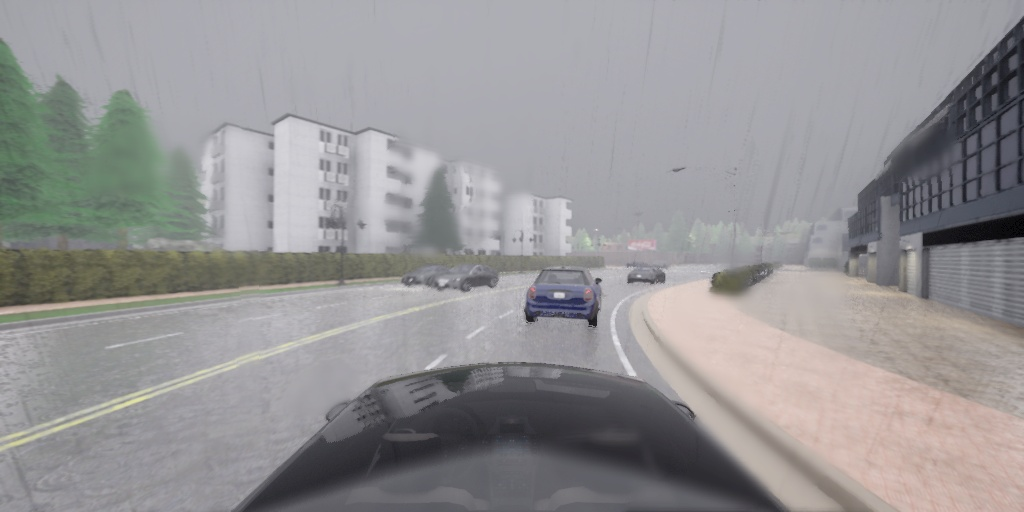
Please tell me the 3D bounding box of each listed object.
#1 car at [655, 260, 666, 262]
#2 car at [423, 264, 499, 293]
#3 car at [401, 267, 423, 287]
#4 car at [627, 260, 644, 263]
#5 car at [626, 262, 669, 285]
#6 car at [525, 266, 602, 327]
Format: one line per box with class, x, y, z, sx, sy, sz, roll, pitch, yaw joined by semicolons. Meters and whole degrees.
car;22.357;1.391;54.396;1.837;1.490;4.892;1;0;38
car;-2.500;1.205;20.519;2.128;1.511;4.902;1;0;26
car;-5.101;1.248;23.095;1.994;1.385;4.181;1;0;28
car;19.581;1.254;56.527;1.895;1.301;4.718;1;0;38
car;10.274;1.416;27.214;1.994;1.385;4.181;1;0;37
car;1.883;1.118;12.032;2.097;1.767;4.553;1;0;15
